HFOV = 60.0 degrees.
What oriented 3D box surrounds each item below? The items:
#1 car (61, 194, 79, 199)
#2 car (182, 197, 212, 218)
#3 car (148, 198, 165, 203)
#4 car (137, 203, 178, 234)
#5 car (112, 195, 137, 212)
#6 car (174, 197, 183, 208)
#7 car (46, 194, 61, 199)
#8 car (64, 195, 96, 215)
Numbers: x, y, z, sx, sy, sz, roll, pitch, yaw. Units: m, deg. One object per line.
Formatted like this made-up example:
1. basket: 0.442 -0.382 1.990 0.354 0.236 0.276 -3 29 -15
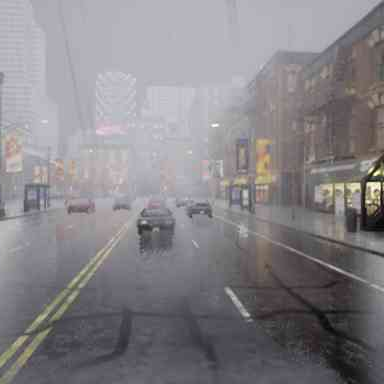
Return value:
1. car: -29.315 1.220 82.521 4.718 1.301 1.895 0 0 24
2. car: 0.513 1.369 28.301 1.837 1.490 4.892 0 -1 -6
3. car: -4.036 1.388 38.186 1.994 1.385 4.181 0 0 -6
4. car: -1.990 1.515 18.542 1.895 1.301 4.718 0 0 -6
5. car: -7.660 1.378 37.026 2.033 1.411 5.357 0 0 -6
6. car: -1.227 1.345 43.815 2.033 1.411 5.357 0 0 -8
7. car: -34.815 1.139 84.131 4.674 1.452 2.002 0 0 14
8. car: -10.671 1.330 32.303 1.882 1.535 5.008 0 0 -6
